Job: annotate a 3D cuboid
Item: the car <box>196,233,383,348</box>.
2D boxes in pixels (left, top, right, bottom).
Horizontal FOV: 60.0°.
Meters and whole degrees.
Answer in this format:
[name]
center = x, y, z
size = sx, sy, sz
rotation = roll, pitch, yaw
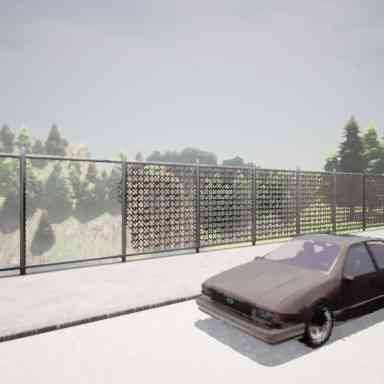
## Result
[car]
center = 2.699, 1.547, 6.449
size = 5.357, 1.411, 2.033
rotation = 0, 0, -35
